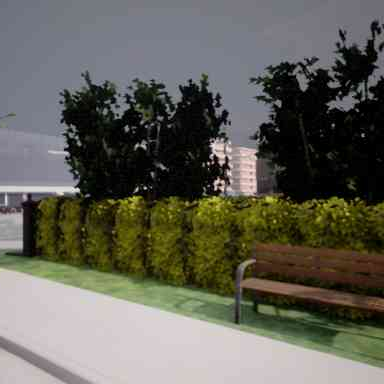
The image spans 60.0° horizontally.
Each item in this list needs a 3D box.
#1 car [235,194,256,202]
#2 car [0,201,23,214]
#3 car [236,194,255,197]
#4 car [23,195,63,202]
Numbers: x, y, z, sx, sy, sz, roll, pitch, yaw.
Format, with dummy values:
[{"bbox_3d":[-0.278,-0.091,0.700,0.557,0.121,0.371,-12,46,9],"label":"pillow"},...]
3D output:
[{"bbox_3d":[9.589,1.033,59.389,1.895,1.301,4.718,0,1,35],"label":"car"},{"bbox_3d":[-18.887,1.684,37.415,2.033,1.411,5.357,0,0,35],"label":"car"},{"bbox_3d":[7.164,1.260,49.830,1.895,1.301,4.718,0,1,35],"label":"car"},{"bbox_3d":[-15.063,1.331,36.746,2.150,2.045,5.566,0,0,36],"label":"car"}]
